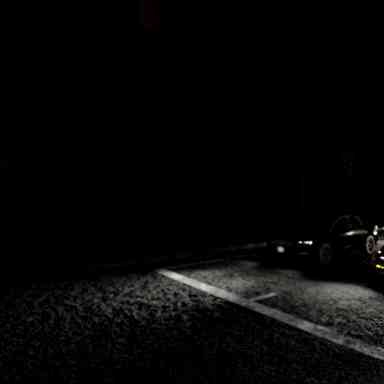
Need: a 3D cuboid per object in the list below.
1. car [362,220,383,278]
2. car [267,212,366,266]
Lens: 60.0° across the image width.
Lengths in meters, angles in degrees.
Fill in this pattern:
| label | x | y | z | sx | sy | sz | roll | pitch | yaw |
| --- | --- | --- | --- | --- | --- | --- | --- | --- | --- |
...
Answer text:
| label | x | y | z | sx | sy | sz | roll | pitch | yaw |
| --- | --- | --- | --- | --- | --- | --- | --- | --- | --- |
| car | 6.757 | 1.494 | 8.806 | 4.892 | 1.490 | 1.837 | 0 | 0 | -35 |
| car | 4.656 | 1.480 | 11.618 | 4.902 | 1.511 | 2.128 | 0 | 0 | -37 |
